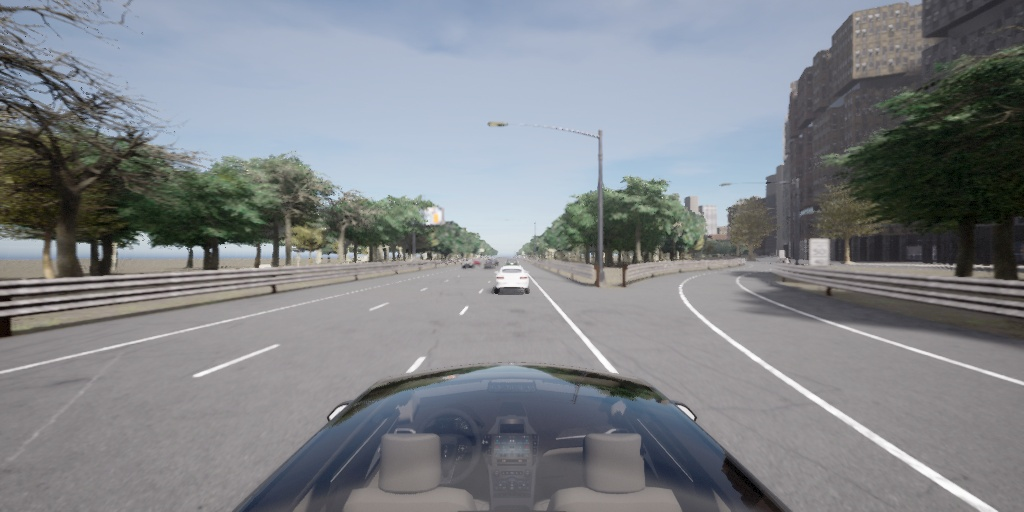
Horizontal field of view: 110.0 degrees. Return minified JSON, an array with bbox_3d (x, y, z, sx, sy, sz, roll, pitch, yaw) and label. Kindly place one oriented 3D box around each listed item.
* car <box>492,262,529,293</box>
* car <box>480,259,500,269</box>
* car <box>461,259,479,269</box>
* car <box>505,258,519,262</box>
[{"bbox_3d":[-0.006,1.276,20.724,1.812,1.442,4.674,0,0,0],"label":"car"},{"bbox_3d":[-3.516,1.313,57.902,2.128,1.511,4.902,0,0,0],"label":"car"},{"bbox_3d":[-7.016,1.423,58.348,1.895,1.301,4.718,0,0,0],"label":"car"},{"bbox_3d":[-0.017,1.155,51.036,2.097,1.767,4.553,0,0,0],"label":"car"}]
